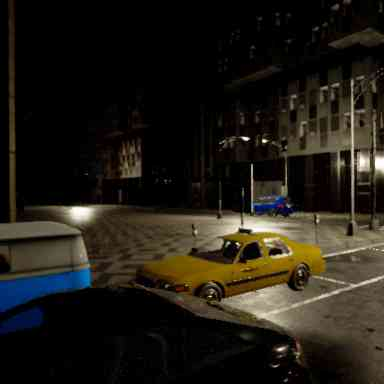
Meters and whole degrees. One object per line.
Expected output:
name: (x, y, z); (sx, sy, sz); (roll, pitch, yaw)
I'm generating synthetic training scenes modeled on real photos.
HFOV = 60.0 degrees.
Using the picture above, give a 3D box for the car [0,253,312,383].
car: (-0.957, 1.565, 2.551); (4.181, 1.385, 1.994); (0, 0, -36)

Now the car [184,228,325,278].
car: (1.005, 1.517, 7.381); (4.829, 1.417, 1.752); (0, 0, -36)

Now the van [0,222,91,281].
van: (-3.338, 1.346, 4.249); (3.998, 1.788, 1.690); (0, 0, -36)

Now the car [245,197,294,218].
car: (7.641, 1.537, 33.705); (2.150, 2.045, 5.566); (0, -1, -36)
